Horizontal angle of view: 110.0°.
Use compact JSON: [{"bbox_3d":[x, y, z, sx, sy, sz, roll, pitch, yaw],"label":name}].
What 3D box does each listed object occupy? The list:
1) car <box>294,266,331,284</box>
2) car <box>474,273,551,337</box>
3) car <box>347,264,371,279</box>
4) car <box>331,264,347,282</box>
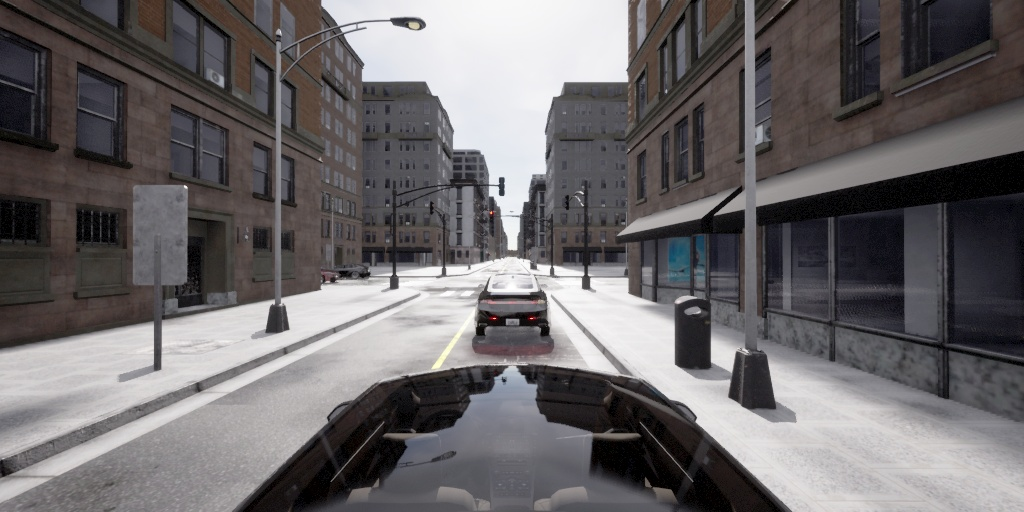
[{"bbox_3d":[-14.707,1.289,23.531,4.313,1.339,1.948,0,0,0],"label":"car"},{"bbox_3d":[0.024,1.242,10.341,2.128,1.511,4.902,0,0,0],"label":"car"},{"bbox_3d":[-14.677,1.330,31.557,4.313,1.339,1.948,0,0,0],"label":"car"},{"bbox_3d":[-14.735,1.300,26.074,4.181,1.385,1.994,0,0,0],"label":"car"}]
